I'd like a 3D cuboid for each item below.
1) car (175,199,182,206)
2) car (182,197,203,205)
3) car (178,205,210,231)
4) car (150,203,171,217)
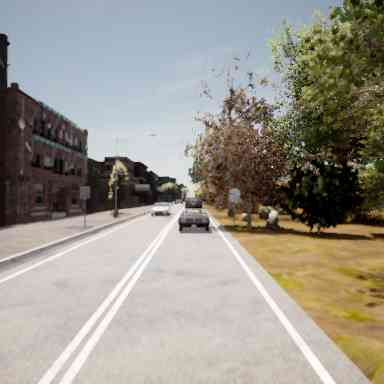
[{"bbox_3d":[-2.992,2.385,77.642,1.837,1.490,4.892,0,-1,0],"label":"car"},{"bbox_3d":[0.194,1.687,42.811,2.150,2.045,5.566,0,-1,0],"label":"car"},{"bbox_3d":[0.124,1.739,21.729,1.895,1.301,4.718,0,-1,0],"label":"car"},{"bbox_3d":[-3.281,1.861,35.493,1.812,1.442,4.674,0,-1,1],"label":"car"}]
